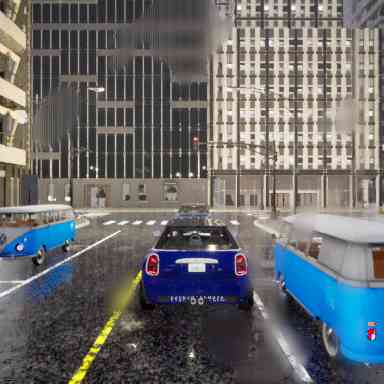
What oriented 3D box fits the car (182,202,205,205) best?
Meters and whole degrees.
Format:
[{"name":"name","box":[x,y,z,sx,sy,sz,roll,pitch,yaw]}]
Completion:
[{"name":"car","box":[0.084,1.360,18.004,2.097,1.767,4.553,0,0,0]}]

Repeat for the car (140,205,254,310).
[{"name":"car","box":[0.083,1.355,7.978,2.097,1.767,4.553,0,0,0]}]

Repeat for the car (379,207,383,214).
[{"name":"car","box":[18.979,1.492,29.029,4.829,1.417,1.752,0,0,0]}]

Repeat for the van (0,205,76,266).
[{"name":"van","box":[-5.336,1.346,11.272,1.690,1.788,3.998,0,0,0]}]

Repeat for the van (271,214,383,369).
[{"name":"van","box":[2.557,1.343,5.605,1.690,1.788,3.998,0,0,0]}]
